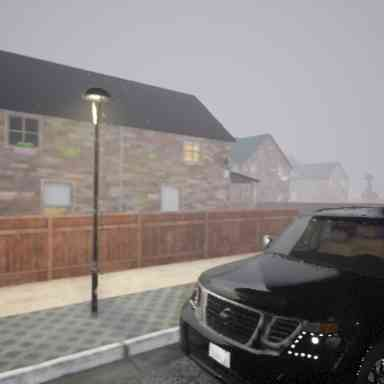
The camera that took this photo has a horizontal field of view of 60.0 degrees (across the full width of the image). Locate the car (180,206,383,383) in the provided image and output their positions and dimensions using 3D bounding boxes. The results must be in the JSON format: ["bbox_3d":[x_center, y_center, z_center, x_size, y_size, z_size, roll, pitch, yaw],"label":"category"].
[{"bbox_3d":[2.518,1.269,4.870,5.566,2.045,2.150,1,0,-35],"label":"car"}]
